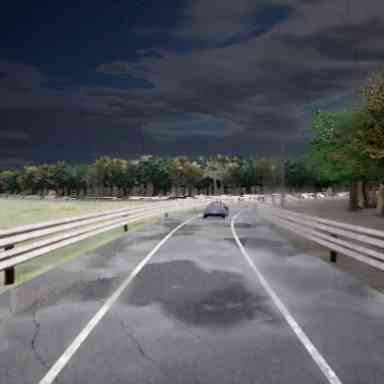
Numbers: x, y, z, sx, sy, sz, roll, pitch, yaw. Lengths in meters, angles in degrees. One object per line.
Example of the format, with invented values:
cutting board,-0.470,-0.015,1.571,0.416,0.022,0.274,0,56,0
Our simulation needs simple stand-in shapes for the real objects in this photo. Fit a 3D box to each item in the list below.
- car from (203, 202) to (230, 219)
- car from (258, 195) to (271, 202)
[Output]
car,2.256,1.579,29.756,1.994,1.385,4.181,1,0,11
car,13.607,1.344,61.005,2.128,1.511,4.902,1,0,31
